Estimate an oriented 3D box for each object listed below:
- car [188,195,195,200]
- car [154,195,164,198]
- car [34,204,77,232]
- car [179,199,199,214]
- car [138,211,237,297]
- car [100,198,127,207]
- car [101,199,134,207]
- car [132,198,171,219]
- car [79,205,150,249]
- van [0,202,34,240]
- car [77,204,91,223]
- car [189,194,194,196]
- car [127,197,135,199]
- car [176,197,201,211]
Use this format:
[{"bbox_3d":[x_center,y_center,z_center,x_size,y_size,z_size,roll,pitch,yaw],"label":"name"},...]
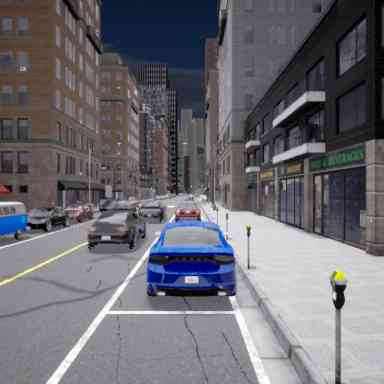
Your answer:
[{"bbox_3d":[-0.237,1.635,95.394,2.008,1.369,4.403,0,0,0],"label":"car"},{"bbox_3d":[-8.782,1.642,84.589,1.802,1.307,4.206,0,0,0],"label":"car"},{"bbox_3d":[-8.815,1.567,19.979,1.947,1.339,4.313,0,0,0],"label":"car"},{"bbox_3d":[-0.290,1.557,36.484,2.008,1.369,4.403,0,0,0],"label":"car"},{"bbox_3d":[-0.006,1.478,8.650,1.882,1.535,5.008,0,0,0],"label":"car"},{"bbox_3d":[-8.815,1.572,36.483,1.947,1.339,4.313,0,0,0],"label":"car"},{"bbox_3d":[-6.243,1.605,29.531,1.895,1.301,4.718,0,0,0],"label":"car"},{"bbox_3d":[-3.061,1.495,26.530,2.128,1.511,4.902,0,0,0],"label":"car"},{"bbox_3d":[-3.149,1.526,14.514,1.812,1.442,4.674,0,0,0],"label":"car"},{"bbox_3d":[-8.815,1.342,14.478,1.690,1.788,3.998,0,0,0],"label":"van"},{"bbox_3d":[-8.815,1.585,25.481,1.802,1.307,4.206,0,0,0],"label":"car"},{"bbox_3d":[-0.257,1.500,84.576,1.967,1.590,4.097,0,0,0],"label":"car"},{"bbox_3d":[-8.815,1.590,41.985,1.802,1.307,4.206,0,0,0],"label":"car"},{"bbox_3d":[-0.290,1.443,25.481,1.967,1.590,4.097,0,0,0],"label":"car"}]
